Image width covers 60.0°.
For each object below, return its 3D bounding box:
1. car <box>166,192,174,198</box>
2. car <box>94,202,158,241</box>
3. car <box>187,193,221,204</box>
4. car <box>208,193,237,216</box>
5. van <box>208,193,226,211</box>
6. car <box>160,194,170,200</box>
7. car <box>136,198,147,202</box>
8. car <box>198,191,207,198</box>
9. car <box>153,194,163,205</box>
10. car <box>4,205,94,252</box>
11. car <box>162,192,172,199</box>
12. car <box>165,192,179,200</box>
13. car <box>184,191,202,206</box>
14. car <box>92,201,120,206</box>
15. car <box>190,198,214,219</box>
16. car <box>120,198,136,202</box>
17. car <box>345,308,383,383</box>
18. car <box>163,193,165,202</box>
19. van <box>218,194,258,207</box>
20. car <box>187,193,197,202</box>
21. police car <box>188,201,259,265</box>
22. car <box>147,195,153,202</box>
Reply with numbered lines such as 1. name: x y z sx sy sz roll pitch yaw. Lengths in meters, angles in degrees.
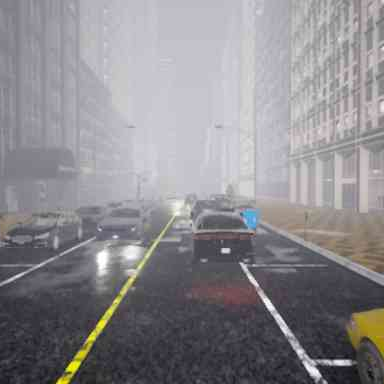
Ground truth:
1. car: -5.719 0.837 87.018 1.752 1.417 4.829 -1 0 0
2. car: -3.106 1.419 16.174 2.033 1.411 5.357 0 0 0
3. car: 0.893 1.182 21.303 2.097 1.767 4.553 0 0 0
4. car: 2.673 1.075 30.354 2.192 1.841 5.009 -1 0 0
5. van: 2.672 1.057 36.038 1.690 1.788 3.998 -1 0 0
6. car: -5.715 1.028 70.138 1.802 1.307 4.206 -1 0 0
7. car: -5.706 1.311 30.354 2.008 1.369 4.403 -1 0 0
8. car: 2.659 0.625 87.189 2.192 1.841 5.009 -1 0 0
9. car: -5.710 1.177 47.404 2.008 1.369 4.403 -1 0 0
10. car: -5.701 1.445 13.303 2.008 1.369 4.403 -1 0 0
11. car: -5.718 0.841 75.820 1.967 1.590 4.097 -1 0 0
12. car: -3.014 0.706 56.923 2.033 1.411 5.357 0 0 0
13. car: -0.008 0.980 47.086 2.097 1.767 4.553 0 0 0
14. car: -5.703 1.416 18.987 1.947 1.339 4.313 -1 0 0
15. car: 0.817 1.310 27.347 1.812 1.442 4.674 0 0 1
16. car: -5.704 1.350 24.670 1.887 1.381 4.507 -1 0 0
17. car: 2.682 1.508 2.108 1.752 1.417 4.829 -1 0 0
18. car: -5.712 1.087 58.771 2.008 1.369 4.403 -1 0 0
19. van: 2.676 1.191 18.987 1.690 1.788 3.998 -1 0 0
20. car: -0.015 1.019 61.524 1.837 1.490 4.892 0 0 0
21. police car: 0.896 1.334 11.443 1.930 1.638 5.238 0 0 0
22. car: -5.707 1.298 36.037 1.802 1.307 4.206 -1 0 0
